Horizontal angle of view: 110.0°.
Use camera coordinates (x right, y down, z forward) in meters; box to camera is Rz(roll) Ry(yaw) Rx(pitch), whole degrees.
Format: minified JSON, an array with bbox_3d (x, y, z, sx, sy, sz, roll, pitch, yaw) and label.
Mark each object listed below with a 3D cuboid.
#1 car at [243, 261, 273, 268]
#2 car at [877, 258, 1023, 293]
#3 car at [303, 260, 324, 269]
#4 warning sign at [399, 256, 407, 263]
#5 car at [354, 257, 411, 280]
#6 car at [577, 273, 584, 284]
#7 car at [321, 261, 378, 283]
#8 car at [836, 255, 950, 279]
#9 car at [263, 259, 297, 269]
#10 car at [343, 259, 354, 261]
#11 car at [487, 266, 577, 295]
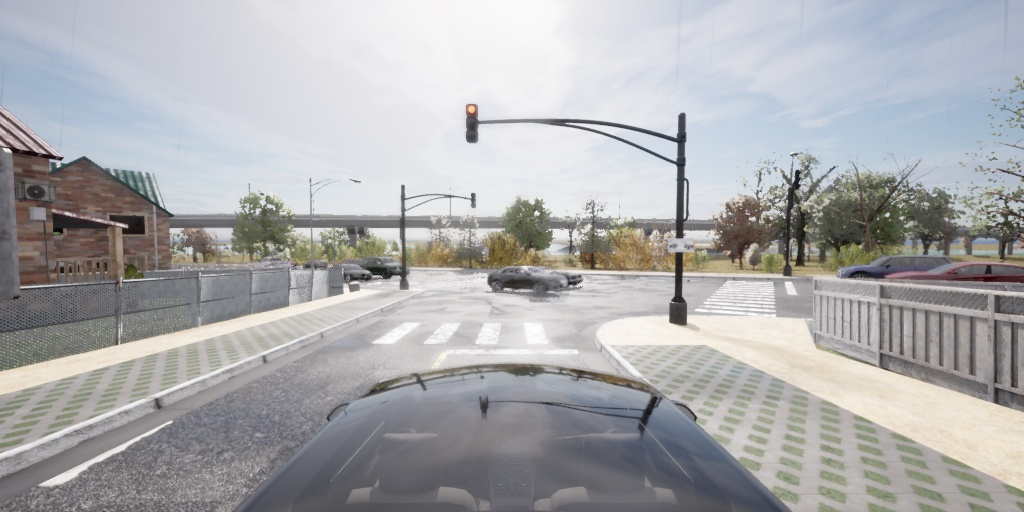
[{"bbox_3d":[-31.335,1.644,43.539,4.674,1.442,1.812,0,2,36],"label":"car"},{"bbox_3d":[19.184,0.980,15.037,5.008,1.535,1.882,0,2,36],"label":"car"},{"bbox_3d":[-30.158,1.314,54.831,4.902,1.511,2.128,-1,2,36],"label":"car"},{"bbox_3d":[-14.238,0.716,46.795,1.060,1.860,1.300,0,0,36],"label":"warning sign"},{"bbox_3d":[-11.864,1.082,33.353,5.566,2.045,2.150,0,2,36],"label":"car"},{"bbox_3d":[2.170,1.346,23.158,4.718,1.301,1.895,0,2,36],"label":"car"},{"bbox_3d":[-14.049,1.479,30.939,4.892,1.490,1.837,0,2,36],"label":"car"},{"bbox_3d":[19.829,0.754,18.580,4.553,1.767,2.097,0,2,36],"label":"car"},{"bbox_3d":[-29.966,1.503,46.561,4.902,1.511,2.128,0,2,36],"label":"car"},{"bbox_3d":[-19.529,1.174,43.201,4.553,1.767,2.097,0,2,36],"label":"car"},{"bbox_3d":[0.788,1.300,20.191,4.902,1.511,2.128,-1,0,36],"label":"car"}]
